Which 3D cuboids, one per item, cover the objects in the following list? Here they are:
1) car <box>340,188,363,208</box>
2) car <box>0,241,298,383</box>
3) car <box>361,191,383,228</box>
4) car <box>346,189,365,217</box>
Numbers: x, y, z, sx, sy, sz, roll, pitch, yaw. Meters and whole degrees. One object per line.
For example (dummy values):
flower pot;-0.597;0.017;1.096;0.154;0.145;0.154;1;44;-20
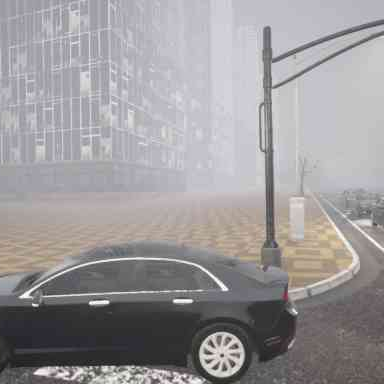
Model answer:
car;13.125;0.454;26.732;2.128;1.511;4.902;-1;2;18
car;-1.039;1.505;4.758;4.892;1.490;1.837;0;0;0
car;9.065;0.928;14.380;2.128;1.511;4.902;-1;2;18
car;11.122;0.759;20.671;1.994;1.385;4.181;-1;2;17
